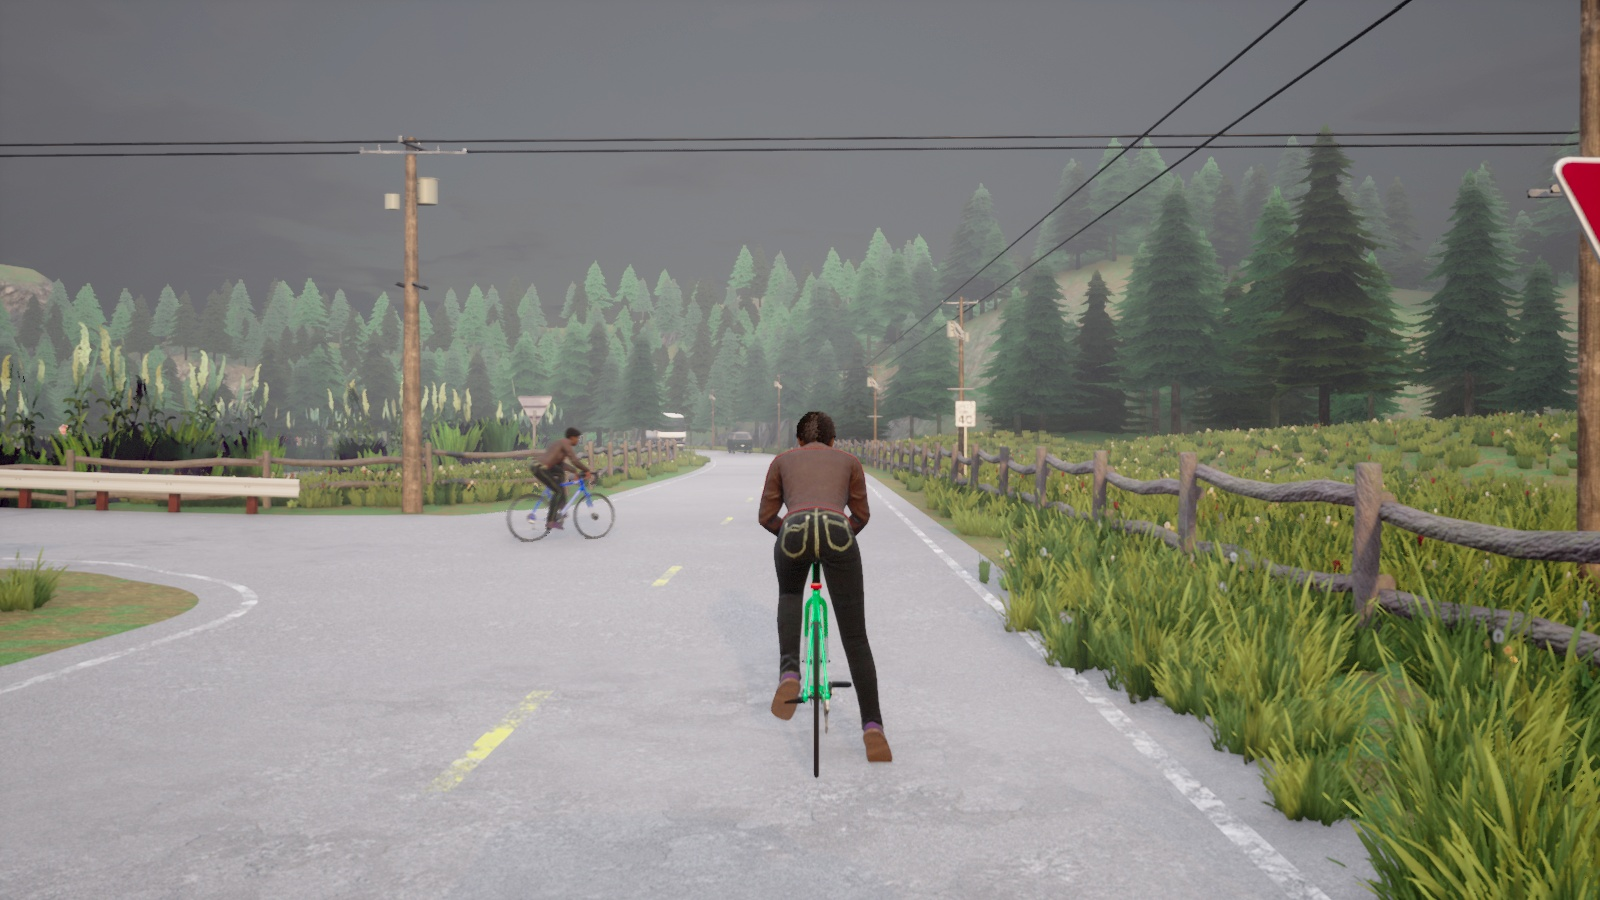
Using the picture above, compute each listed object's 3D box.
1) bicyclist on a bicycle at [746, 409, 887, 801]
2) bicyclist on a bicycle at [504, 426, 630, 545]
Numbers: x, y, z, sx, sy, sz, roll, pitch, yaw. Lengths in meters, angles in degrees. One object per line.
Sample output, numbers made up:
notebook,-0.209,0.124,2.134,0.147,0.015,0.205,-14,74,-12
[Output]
bicyclist on a bicycle,0.076,0.635,6.014,0.582,1.620,1.656,0,0,1
bicyclist on a bicycle,-3.301,0.488,17.863,1.656,1.620,0.582,0,-1,-34
